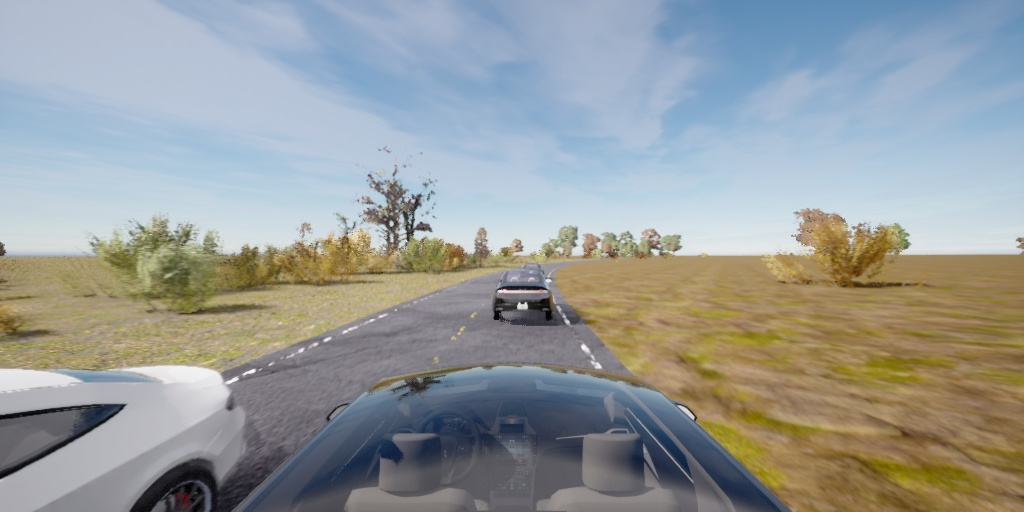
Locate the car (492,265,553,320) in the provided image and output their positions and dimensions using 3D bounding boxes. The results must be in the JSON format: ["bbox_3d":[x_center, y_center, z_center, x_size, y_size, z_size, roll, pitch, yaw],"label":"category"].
[{"bbox_3d":[0.397,1.238,12.629,2.128,1.511,4.902,0,0,2],"label":"car"}]

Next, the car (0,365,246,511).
[{"bbox_3d":[-2.927,1.271,0.869,1.812,1.442,4.674,0,0,0],"label":"car"}]

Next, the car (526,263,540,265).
[{"bbox_3d":[1.794,1.296,31.331,1.994,1.385,4.181,0,0,6],"label":"car"}]
